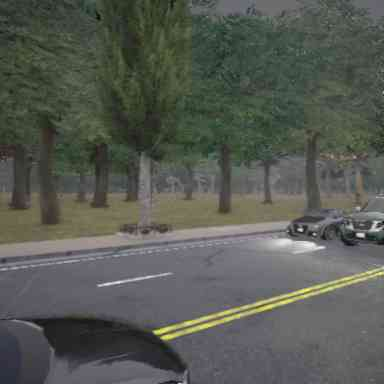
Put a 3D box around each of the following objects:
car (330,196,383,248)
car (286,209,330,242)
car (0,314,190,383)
[{"bbox_3d":[8.341,1.193,13.644,5.566,2.045,2.150,0,0,-36],"label":"car"},{"bbox_3d":[6.580,1.535,16.380,4.181,1.385,1.994,0,0,-36],"label":"car"},{"bbox_3d":[-2.211,1.493,1.863,4.902,1.511,2.128,0,0,-36],"label":"car"}]
